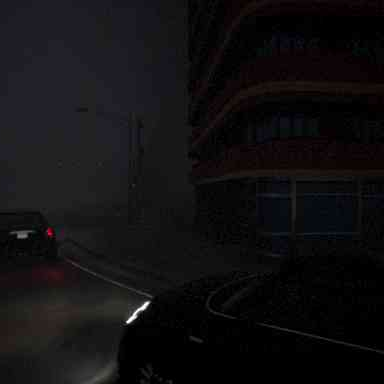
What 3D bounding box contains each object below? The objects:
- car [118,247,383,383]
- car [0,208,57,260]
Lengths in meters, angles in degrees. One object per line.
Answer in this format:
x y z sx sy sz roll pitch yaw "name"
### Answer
1.384 1.354 3.238 4.553 1.767 2.097 0 0 36 "car"
-6.343 1.352 11.835 2.097 1.767 4.553 0 0 -34 "car"
